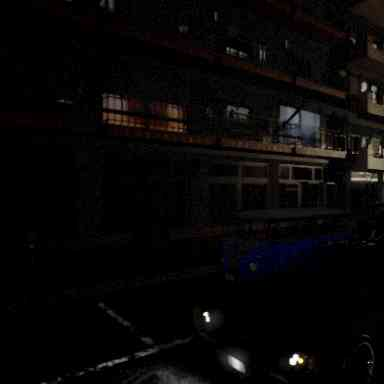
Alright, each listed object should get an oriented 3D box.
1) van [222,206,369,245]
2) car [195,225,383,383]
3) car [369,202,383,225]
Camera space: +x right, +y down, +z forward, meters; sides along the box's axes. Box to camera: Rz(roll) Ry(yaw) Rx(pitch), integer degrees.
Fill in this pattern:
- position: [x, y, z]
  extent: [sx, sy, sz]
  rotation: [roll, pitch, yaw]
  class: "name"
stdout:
- position: [2.519, 1.312, 8.355]
  extent: [3.998, 1.788, 1.690]
  rotation: [0, 0, -35]
  class: "van"
- position: [2.660, 1.525, 5.275]
  extent: [5.357, 1.411, 2.033]
  rotation: [0, 0, -35]
  class: "car"
- position: [7.127, 1.267, 11.642]
  extent: [5.009, 1.841, 2.192]
  rotation: [0, 0, -35]
  class: "car"
